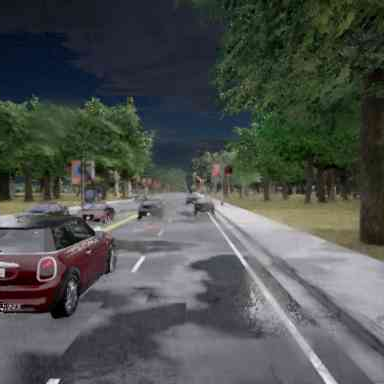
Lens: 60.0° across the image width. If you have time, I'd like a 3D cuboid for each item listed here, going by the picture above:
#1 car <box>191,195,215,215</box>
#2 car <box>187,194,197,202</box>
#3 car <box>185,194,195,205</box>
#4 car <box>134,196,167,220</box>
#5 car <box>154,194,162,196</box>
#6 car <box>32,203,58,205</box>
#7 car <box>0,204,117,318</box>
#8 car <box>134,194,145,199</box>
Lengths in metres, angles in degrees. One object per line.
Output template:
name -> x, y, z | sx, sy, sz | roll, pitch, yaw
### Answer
car -> 1.137, 1.300, 31.703 | 1.882, 1.535, 5.008 | 0, 0, 0
car -> 0.000, 1.156, 66.166 | 1.812, 1.442, 4.674 | 0, 0, 0
car -> 0.006, 1.221, 51.229 | 1.837, 1.490, 4.892 | 0, 1, 0
car -> -3.150, 1.355, 26.692 | 1.837, 1.490, 4.892 | 0, 0, 0
car -> -6.521, 1.176, 63.371 | 1.812, 1.442, 4.674 | 0, 0, 0
car -> -9.851, 1.422, 22.241 | 2.033, 1.411, 5.357 | 0, 0, 0
car -> -3.150, 1.309, 7.479 | 2.097, 1.767, 4.553 | 0, 0, 0
car -> -9.772, 1.147, 63.369 | 2.128, 1.511, 4.902 | 0, 0, 1
